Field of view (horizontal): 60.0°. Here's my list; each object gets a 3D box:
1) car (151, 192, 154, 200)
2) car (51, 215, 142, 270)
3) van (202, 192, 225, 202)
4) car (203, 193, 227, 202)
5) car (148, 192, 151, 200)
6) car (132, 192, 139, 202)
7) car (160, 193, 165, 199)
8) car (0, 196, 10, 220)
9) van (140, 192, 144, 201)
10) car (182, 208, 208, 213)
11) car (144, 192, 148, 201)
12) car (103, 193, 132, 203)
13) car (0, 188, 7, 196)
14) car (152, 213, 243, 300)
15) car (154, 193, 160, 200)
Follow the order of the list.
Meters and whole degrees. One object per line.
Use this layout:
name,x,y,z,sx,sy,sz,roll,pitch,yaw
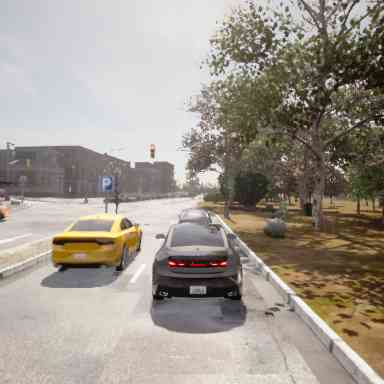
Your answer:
car,-12.267,1.359,81.231,4.674,1.452,2.002,-1,0,-13
car,-2.884,1.491,11.052,1.882,1.535,5.008,0,0,0
van,4.284,1.043,65.874,4.442,1.987,1.878,1,0,-14
car,4.667,1.142,68.843,4.553,1.767,2.185,1,0,-14
car,-12.639,1.360,78.230,4.674,1.452,2.002,-1,0,-13
car,-13.799,1.316,66.271,5.366,1.575,1.946,-1,0,-15
car,-11.002,1.065,90.220,5.566,2.045,2.435,-1,0,-12
car,-16.627,1.404,25.473,4.553,1.767,2.185,-1,0,-19
van,-13.240,1.093,72.263,4.442,1.987,1.878,-1,0,-14
car,0.156,1.572,18.099,2.033,1.411,5.357,0,0,1
car,-13.012,1.322,75.234,4.892,1.521,2.231,-1,0,-14
car,-14.444,1.359,63.279,4.792,1.488,2.163,-1,0,-15
car,-31.164,0.137,54.147,2.002,1.452,4.674,6,-3,-19
car,0.109,1.514,8.397,1.837,1.490,4.892,0,0,0
car,-11.452,1.358,87.213,4.674,1.452,2.002,-1,0,-12
